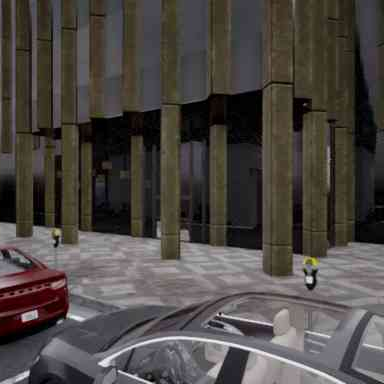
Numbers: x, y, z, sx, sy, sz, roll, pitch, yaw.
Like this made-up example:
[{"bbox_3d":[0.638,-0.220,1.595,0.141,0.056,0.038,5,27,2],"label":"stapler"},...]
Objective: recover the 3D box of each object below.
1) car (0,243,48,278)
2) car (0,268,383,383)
[{"bbox_3d":[-4.016,1.543,5.789,4.507,1.381,1.887,0,0,35],"label":"car"},{"bbox_3d":[0.427,1.550,2.654,4.403,1.369,2.008,0,0,35],"label":"car"}]
